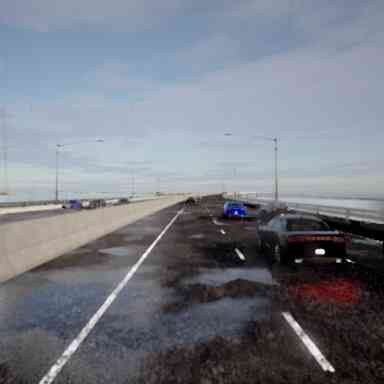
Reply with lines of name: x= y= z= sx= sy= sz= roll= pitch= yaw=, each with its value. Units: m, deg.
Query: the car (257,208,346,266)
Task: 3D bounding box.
car: x=3.632 y=1.546 z=11.881 sx=1.882 sy=1.535 sz=5.008 roll=0 pitch=0 yaw=0

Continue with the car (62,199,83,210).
car: x=-17.138 y=1.771 z=48.042 sx=1.812 sy=1.442 sz=4.674 roll=0 pitch=0 yaw=1

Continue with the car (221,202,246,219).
car: x=3.783 y=1.644 z=30.802 sx=1.882 sy=1.535 sz=5.008 roll=0 pitch=0 yaw=1

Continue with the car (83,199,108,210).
car: x=-13.636 y=1.753 z=48.211 sx=1.837 sy=1.490 sz=4.892 roll=0 pitch=-1 yaw=1

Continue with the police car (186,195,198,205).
police car: x=-0.205 y=1.758 z=67.780 sx=1.930 sy=1.638 sz=5.238 roll=0 pitch=0 yaw=1

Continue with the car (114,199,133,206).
car: x=-10.114 y=1.729 z=49.282 sx=1.882 sy=1.535 sz=5.008 roll=0 pitch=-1 yaw=1

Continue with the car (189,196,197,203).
car: x=0.233 y=1.901 z=83.640 sx=1.837 sy=1.490 sz=4.892 roll=0 pitch=0 yaw=2

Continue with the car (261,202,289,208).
car: x=7.266 y=1.651 z=29.233 sx=2.128 sy=1.511 sz=4.902 roll=0 pitch=0 yaw=1
